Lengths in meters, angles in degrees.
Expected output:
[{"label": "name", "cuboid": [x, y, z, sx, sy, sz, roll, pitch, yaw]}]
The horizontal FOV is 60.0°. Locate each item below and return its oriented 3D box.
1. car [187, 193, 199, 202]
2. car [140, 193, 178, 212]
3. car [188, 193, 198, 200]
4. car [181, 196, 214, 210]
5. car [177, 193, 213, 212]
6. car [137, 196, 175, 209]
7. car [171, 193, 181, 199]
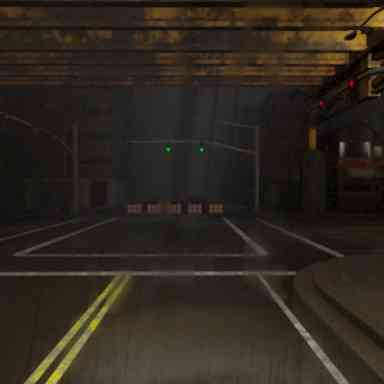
[{"label": "car", "cuboid": [0.136, 1.020, 60.761, 2.038, 1.542, 4.974, 0, 0, 0]}, {"label": "car", "cuboid": [-3.651, 1.207, 34.472, 2.038, 1.542, 4.974, 0, 0, 25]}, {"label": "car", "cuboid": [0.135, 0.862, 60.812, 1.853, 1.218, 4.536, 0, 0, 0]}, {"label": "car", "cuboid": [0.491, 1.051, 34.213, 1.853, 1.218, 4.536, 0, 0, -20]}, {"label": "car", "cuboid": [0.509, 1.209, 34.166, 2.038, 1.542, 4.974, 0, 0, -20]}, {"label": "car", "cuboid": [-3.630, 1.049, 34.519, 1.853, 1.218, 4.536, 0, 0, 25]}, {"label": "car", "cuboid": [-3.298, 0.801, 69.333, 1.853, 1.218, 4.536, 0, 0, 0]}]
